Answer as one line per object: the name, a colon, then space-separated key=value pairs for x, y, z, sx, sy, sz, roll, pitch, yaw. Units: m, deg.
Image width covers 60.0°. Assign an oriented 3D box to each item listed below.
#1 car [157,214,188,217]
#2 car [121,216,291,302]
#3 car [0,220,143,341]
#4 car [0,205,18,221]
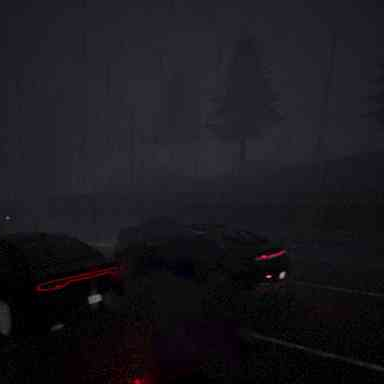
car: x=-1.126 y=1.670 z=13.925 sx=4.674 sy=1.442 sz=1.812 roll=-1 pitch=-1 yaw=39
car: x=0.003 y=1.573 z=8.520 sx=4.902 sy=1.511 sz=2.128 roll=-1 pitch=-1 yaw=38
car: x=-3.471 y=1.573 z=6.818 sx=5.008 sy=1.535 sz=1.882 roll=-1 pitch=-1 yaw=39
car: x=-16.982 y=1.939 z=29.638 sx=1.837 sy=1.490 sz=4.892 roll=0 pitch=-1 yaw=-41
